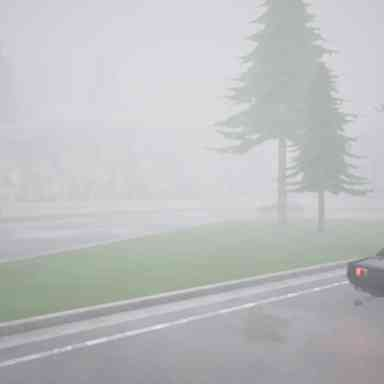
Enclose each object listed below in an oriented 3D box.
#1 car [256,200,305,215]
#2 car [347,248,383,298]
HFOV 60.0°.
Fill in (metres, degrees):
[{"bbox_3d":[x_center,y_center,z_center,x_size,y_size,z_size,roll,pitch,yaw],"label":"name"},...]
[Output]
[{"bbox_3d":[8.774,1.503,33.146,4.674,1.442,1.812,0,0,5],"label":"car"},{"bbox_3d":[5.531,1.594,7.128,4.718,1.301,1.895,0,0,-32],"label":"car"}]
